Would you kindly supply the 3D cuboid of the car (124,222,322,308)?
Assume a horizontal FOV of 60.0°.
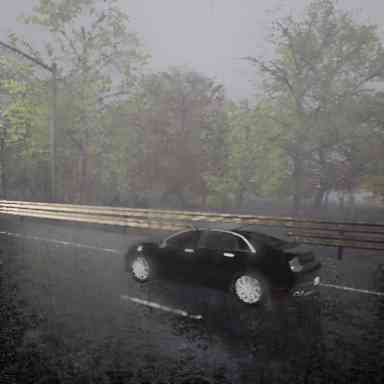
[{"bbox_3d":[0.479,1.491,7.953,4.892,1.490,1.837,0,0,36],"label":"car"}]
